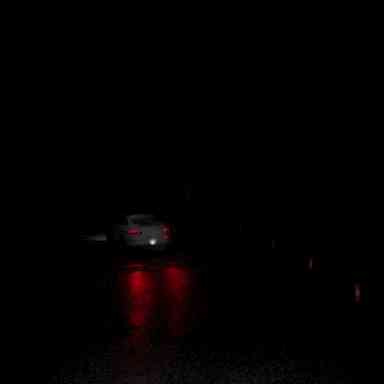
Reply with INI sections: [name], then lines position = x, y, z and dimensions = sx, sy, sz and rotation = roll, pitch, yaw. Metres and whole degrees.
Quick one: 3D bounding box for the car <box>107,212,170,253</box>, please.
[car]
position = -2.374, 1.592, 14.241
dimensions = 1.812, 1.442, 4.674
rotation = -2, 1, -24
